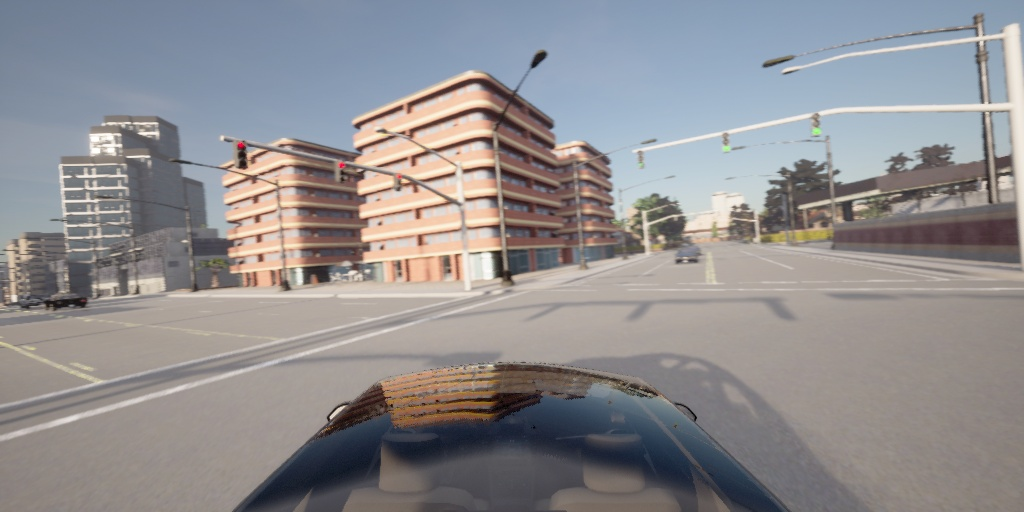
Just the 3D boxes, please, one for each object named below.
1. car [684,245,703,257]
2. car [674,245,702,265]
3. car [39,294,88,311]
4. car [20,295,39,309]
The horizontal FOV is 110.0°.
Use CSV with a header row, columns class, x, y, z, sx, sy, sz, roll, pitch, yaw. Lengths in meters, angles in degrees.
class,x,y,z,sx,sy,sz,roll,pitch,yaw
car,24.750,-0.713,48.868,2.033,1.411,5.357,-5,0,29
car,16.521,-0.033,33.909,2.033,1.411,5.357,-5,0,29
car,-39.032,4.000,31.319,4.718,1.301,1.895,-4,1,30
car,-48.858,4.647,36.935,4.718,1.301,1.895,-4,0,30
